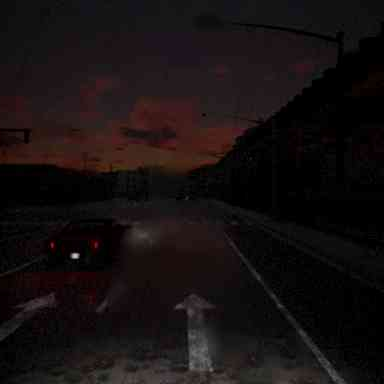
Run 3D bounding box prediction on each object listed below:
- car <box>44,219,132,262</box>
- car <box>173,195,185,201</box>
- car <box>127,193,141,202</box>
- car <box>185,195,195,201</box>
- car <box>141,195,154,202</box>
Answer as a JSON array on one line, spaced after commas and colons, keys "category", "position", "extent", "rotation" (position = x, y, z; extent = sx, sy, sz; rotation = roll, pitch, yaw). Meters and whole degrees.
[{"category": "car", "position": [-3.465, 1.617, 12.142], "extent": [1.895, 1.301, 4.718], "rotation": [0, 0, 1]}, {"category": "car", "position": [-3.546, 1.712, 92.908], "extent": [1.895, 1.301, 4.718], "rotation": [0, 0, -3]}, {"category": "car", "position": [-14.025, 1.328, 79.940], "extent": [2.150, 2.045, 5.566], "rotation": [0, 0, 0]}, {"category": "car", "position": [-0.057, 1.639, 93.847], "extent": [2.128, 1.511, 4.902], "rotation": [0, 0, -3]}, {"category": "car", "position": [-10.525, 1.627, 80.092], "extent": [1.812, 1.442, 4.674], "rotation": [0, 0, 0]}]
